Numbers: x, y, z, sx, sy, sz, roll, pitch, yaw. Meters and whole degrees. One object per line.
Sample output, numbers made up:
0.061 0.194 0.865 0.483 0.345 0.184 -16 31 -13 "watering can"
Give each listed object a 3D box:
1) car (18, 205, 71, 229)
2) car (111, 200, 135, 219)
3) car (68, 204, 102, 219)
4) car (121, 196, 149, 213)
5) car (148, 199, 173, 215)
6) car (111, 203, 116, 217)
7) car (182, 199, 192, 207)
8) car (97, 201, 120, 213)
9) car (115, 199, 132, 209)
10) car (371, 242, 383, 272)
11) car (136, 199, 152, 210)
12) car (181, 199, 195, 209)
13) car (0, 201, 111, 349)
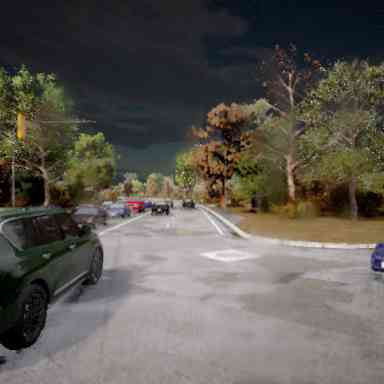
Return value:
-10.616 1.728 24.404 1.812 1.442 4.674 0 0 0 "car"
-7.170 1.794 32.580 1.812 1.442 4.674 0 0 0 "car"
-10.676 1.877 33.512 1.895 1.301 4.718 0 0 0 "car"
-7.271 1.571 42.477 2.150 2.045 5.566 0 0 -1 "car"
-3.547 1.793 38.344 1.882 1.535 5.008 0 0 -1 "car"
-7.083 1.739 23.120 2.033 1.411 5.357 0 0 -1 "car"
-1.048 2.059 64.868 1.812 1.442 4.674 0 0 -3 "car"
-10.779 1.883 43.345 1.812 1.442 4.674 0 0 -1 "car"
-11.023 1.946 53.605 1.837 1.490 4.892 0 0 -2 "car"
6.920 1.597 8.525 4.674 1.442 1.812 0 -2 -13 "car"
-7.516 1.912 52.817 1.882 1.535 5.008 0 -1 -1 "car"
-0.557 1.928 54.723 1.882 1.535 5.008 0 0 -2 "car"
-3.404 1.277 6.483 2.150 2.045 5.566 0 0 0 "car"
